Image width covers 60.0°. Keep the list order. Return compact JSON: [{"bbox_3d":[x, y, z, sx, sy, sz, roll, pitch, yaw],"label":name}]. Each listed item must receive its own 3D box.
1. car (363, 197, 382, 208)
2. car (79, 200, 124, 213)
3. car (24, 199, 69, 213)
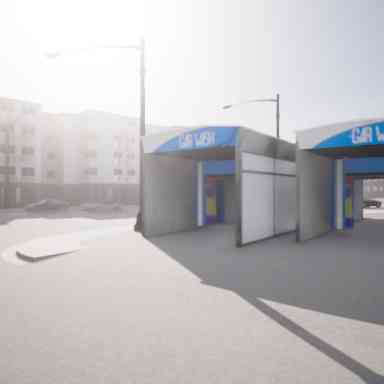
[{"bbox_3d":[24.461,1.478,46.743,4.902,1.511,2.128,0,0,-24],"label":"car"},{"bbox_3d":[-10.076,1.574,37.028,4.718,1.301,1.895,0,0,-44],"label":"car"},{"bbox_3d":[-15.675,1.496,36.068,1.812,1.442,4.674,0,0,41],"label":"car"}]
